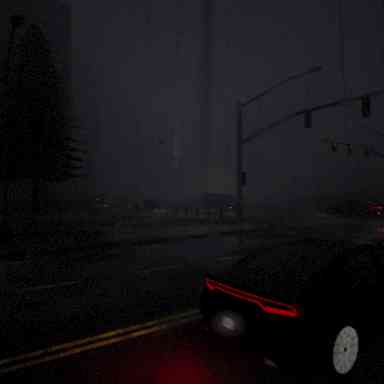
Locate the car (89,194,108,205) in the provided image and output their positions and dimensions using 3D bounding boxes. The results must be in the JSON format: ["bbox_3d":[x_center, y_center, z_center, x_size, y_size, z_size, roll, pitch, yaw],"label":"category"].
[{"bbox_3d":[-16.653,1.305,59.118,2.097,1.767,4.553,0,0,-36],"label":"car"}]

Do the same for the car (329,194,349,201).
[{"bbox_3d":[33.242,1.169,75.359,1.784,1.438,3.905,0,0,-36],"label":"car"}]

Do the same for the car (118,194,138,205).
[{"bbox_3d":[-11.029,1.288,57.208,2.097,1.767,4.553,0,0,-35],"label":"car"}]

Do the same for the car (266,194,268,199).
[{"bbox_3d":[17.585,0.983,82.776,1.932,1.855,4.605,0,0,-36],"label":"car"}]

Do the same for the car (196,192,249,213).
[{"bbox_3d":[3.302,1.155,37.147,2.150,2.045,5.566,0,0,-36],"label":"car"}]

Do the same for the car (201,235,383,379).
[{"bbox_3d":[2.476,1.463,5.564,5.008,1.535,1.882,0,0,-35],"label":"car"}]

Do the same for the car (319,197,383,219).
[{"bbox_3d":[13.704,1.429,28.508,1.837,1.490,4.892,2,-1,-28],"label":"car"}]

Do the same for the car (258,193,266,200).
[{"bbox_3d":[15.429,1.201,81.178,1.784,1.438,3.905,0,0,-36],"label":"car"}]

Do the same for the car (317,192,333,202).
[{"bbox_3d":[30.845,0.966,73.730,1.932,1.855,4.605,0,0,-36],"label":"car"}]

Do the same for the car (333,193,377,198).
[{"bbox_3d":[22.678,1.028,46.421,1.932,1.855,4.605,0,0,-36],"label":"car"}]

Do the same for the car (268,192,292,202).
[{"bbox_3d":[17.136,1.256,63.852,1.970,1.475,3.806,0,0,-36],"label":"car"}]

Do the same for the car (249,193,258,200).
[{"bbox_3d":[13.071,1.241,79.499,1.970,1.475,3.806,0,0,-36],"label":"car"}]

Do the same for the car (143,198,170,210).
[{"bbox_3d":[-4.621,1.470,42.211,1.812,1.442,4.674,0,0,-36],"label":"car"}]
